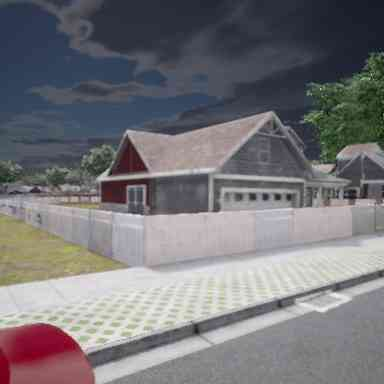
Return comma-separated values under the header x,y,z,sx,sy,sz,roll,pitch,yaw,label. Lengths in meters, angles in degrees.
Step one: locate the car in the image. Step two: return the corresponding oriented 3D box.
x,y,z,sx,sy,sz,roll,pitch,yaw,label
-2.805,1.481,1.070,5.008,1.535,1.882,0,0,-36,car
